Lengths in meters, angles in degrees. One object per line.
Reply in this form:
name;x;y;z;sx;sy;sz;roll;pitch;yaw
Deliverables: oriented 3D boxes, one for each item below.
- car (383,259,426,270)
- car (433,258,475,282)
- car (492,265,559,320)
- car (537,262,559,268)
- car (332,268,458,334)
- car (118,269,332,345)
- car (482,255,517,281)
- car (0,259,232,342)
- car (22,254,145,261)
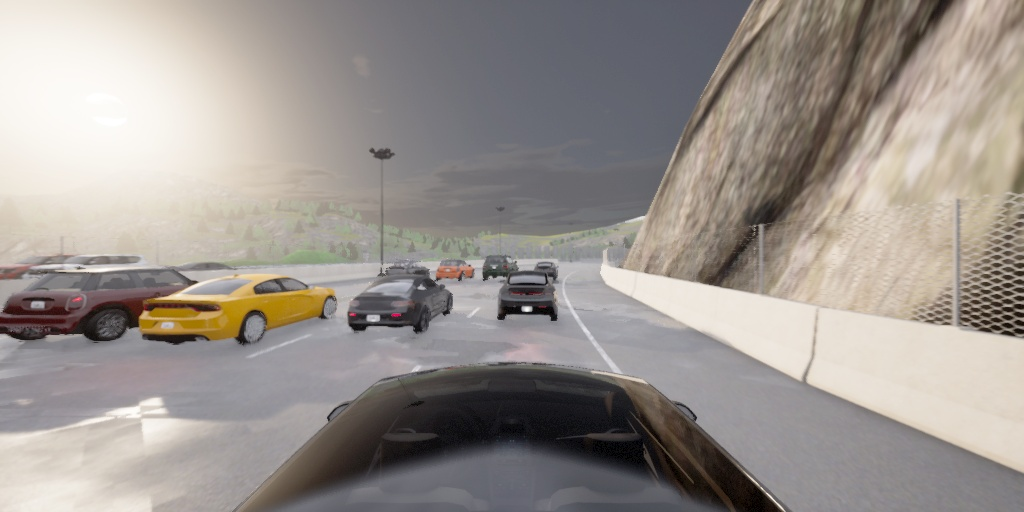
car;-8.133;1.204;28.381;2.128;1.511;4.902;0;0;9
car;-4.478;1.074;28.963;2.097;1.767;4.553;0;0;9
car;0.583;1.249;12.565;1.837;1.490;4.892;0;0;4
car;2.950;1.244;30.857;1.837;1.490;4.892;0;0;10
car;-3.061;1.262;10.538;1.812;1.442;4.674;0;0;3
car;-6.615;1.206;9.486;1.882;1.535;5.008;0;0;3
car;-0.883;0.952;29.437;2.150;2.045;5.566;0;0;10
car;-10.089;1.072;9.828;2.097;1.767;4.553;0;0;3
car;-26.750;0.894;22.964;2.150;2.045;5.566;0;0;7
